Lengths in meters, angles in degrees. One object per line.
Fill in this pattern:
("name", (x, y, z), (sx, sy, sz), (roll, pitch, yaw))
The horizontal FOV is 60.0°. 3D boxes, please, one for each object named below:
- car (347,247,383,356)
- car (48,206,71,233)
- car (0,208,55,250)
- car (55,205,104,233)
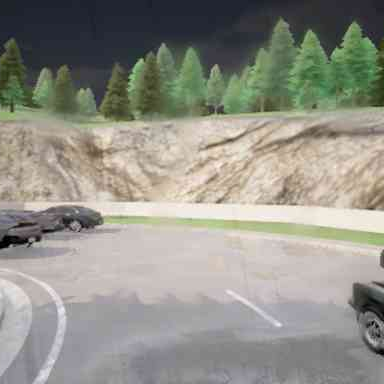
("car", (3.487, 1.601, 3.143), (1.895, 1.301, 4.718), (0, 0, -3))
("car", (-9.101, 1.545, 16.265), (5.357, 1.411, 2.033), (0, 0, 1))
("car", (-8.038, 1.490, 12.393), (4.902, 1.511, 2.128), (0, 0, 14))
("car", (-7.588, 1.503, 19.268), (4.892, 1.490, 1.837), (0, -1, 9))
